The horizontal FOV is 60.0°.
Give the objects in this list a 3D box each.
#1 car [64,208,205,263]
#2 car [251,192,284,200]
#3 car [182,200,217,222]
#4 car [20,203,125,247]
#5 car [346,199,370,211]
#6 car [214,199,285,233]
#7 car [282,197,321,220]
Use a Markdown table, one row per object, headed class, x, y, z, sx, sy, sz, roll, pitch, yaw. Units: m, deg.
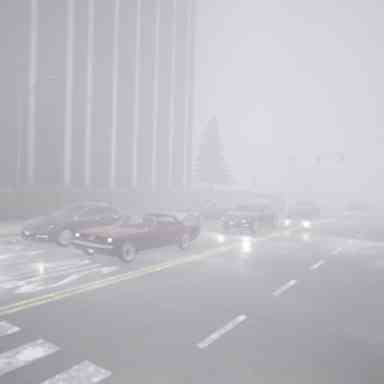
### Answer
| class | x | y | z | sx | sy | sz | roll | pitch | yaw |
| --- | --- | --- | --- | --- | --- | --- | --- | --- | --- |
| car | -1.711 | 1.428 | 11.555 | 1.895 | 1.301 | 4.718 | 2 | 1 | 34 |
| car | 6.746 | 1.035 | 30.074 | 2.150 | 2.045 | 5.566 | 2 | 1 | 35 |
| car | 0.749 | 1.254 | 21.353 | 2.128 | 1.511 | 4.902 | 2 | 1 | 34 |
| car | -4.458 | 1.223 | 13.734 | 1.837 | 1.490 | 4.892 | 2 | 1 | 34 |
| car | 21.190 | 1.618 | 42.609 | 1.994 | 1.385 | 4.181 | 2 | 1 | 12 |
| car | 3.433 | 1.375 | 19.080 | 1.837 | 1.490 | 4.892 | 2 | 1 | 34 |
| car | 9.431 | 1.426 | 27.823 | 1.837 | 1.490 | 4.892 | 2 | 1 | 35 |
